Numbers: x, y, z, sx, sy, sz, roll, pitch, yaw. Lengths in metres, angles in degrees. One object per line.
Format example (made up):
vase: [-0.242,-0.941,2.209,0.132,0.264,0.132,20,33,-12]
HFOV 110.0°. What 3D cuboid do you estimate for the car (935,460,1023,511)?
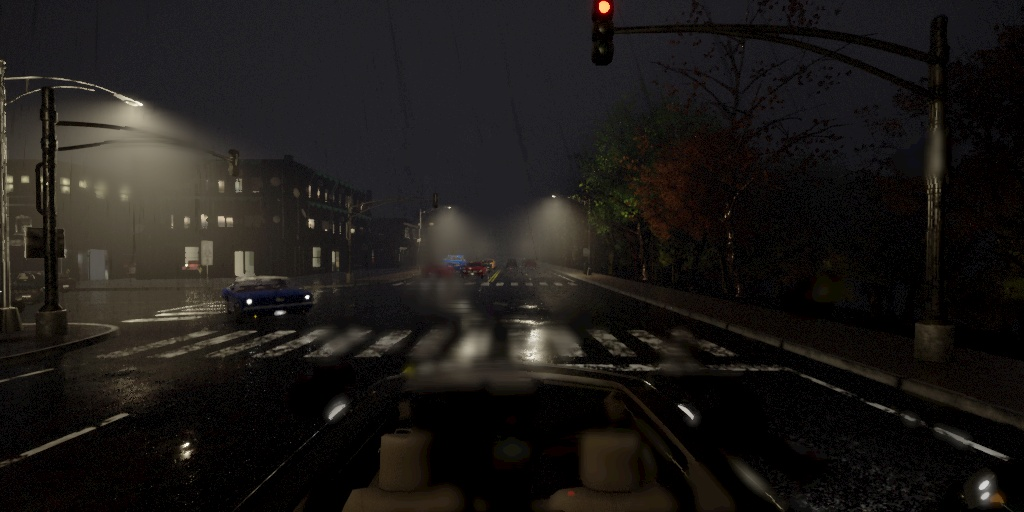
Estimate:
car: [3.356,1.314,0.208,1.994,1.385,4.181,0,0,0]

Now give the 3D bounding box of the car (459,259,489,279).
car: [-3.411,1.266,33.087,1.812,1.442,4.674,0,0,0]

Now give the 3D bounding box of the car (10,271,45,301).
car: [-23.091,1.485,15.223,5.008,1.535,1.882,-1,1,0]

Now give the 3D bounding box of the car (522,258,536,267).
car: [3.213,1.204,63.215,1.882,1.535,5.008,0,0,0]

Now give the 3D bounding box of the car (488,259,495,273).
car: [-3.424,1.240,43.154,1.837,1.490,4.892,0,0,0]

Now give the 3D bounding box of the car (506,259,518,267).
car: [-0.037,1.231,63.189,1.837,1.490,4.892,0,0,0]

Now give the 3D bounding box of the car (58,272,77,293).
car: [-28.323,1.560,21.015,4.403,1.370,2.007,0,0,0]

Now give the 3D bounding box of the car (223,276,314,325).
car: [-8.269,1.358,12.030,1.895,1.301,4.718,-1,0,-44]

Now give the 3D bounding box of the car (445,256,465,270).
car: [-6.677,0.957,42.771,2.150,2.045,5.566,0,0,0]

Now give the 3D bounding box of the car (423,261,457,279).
car: [-6.661,1.341,32.866,1.895,1.301,4.718,0,0,2]

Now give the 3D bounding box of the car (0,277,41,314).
car: [-19.971,1.565,12.521,4.313,1.339,1.948,0,0,0]
